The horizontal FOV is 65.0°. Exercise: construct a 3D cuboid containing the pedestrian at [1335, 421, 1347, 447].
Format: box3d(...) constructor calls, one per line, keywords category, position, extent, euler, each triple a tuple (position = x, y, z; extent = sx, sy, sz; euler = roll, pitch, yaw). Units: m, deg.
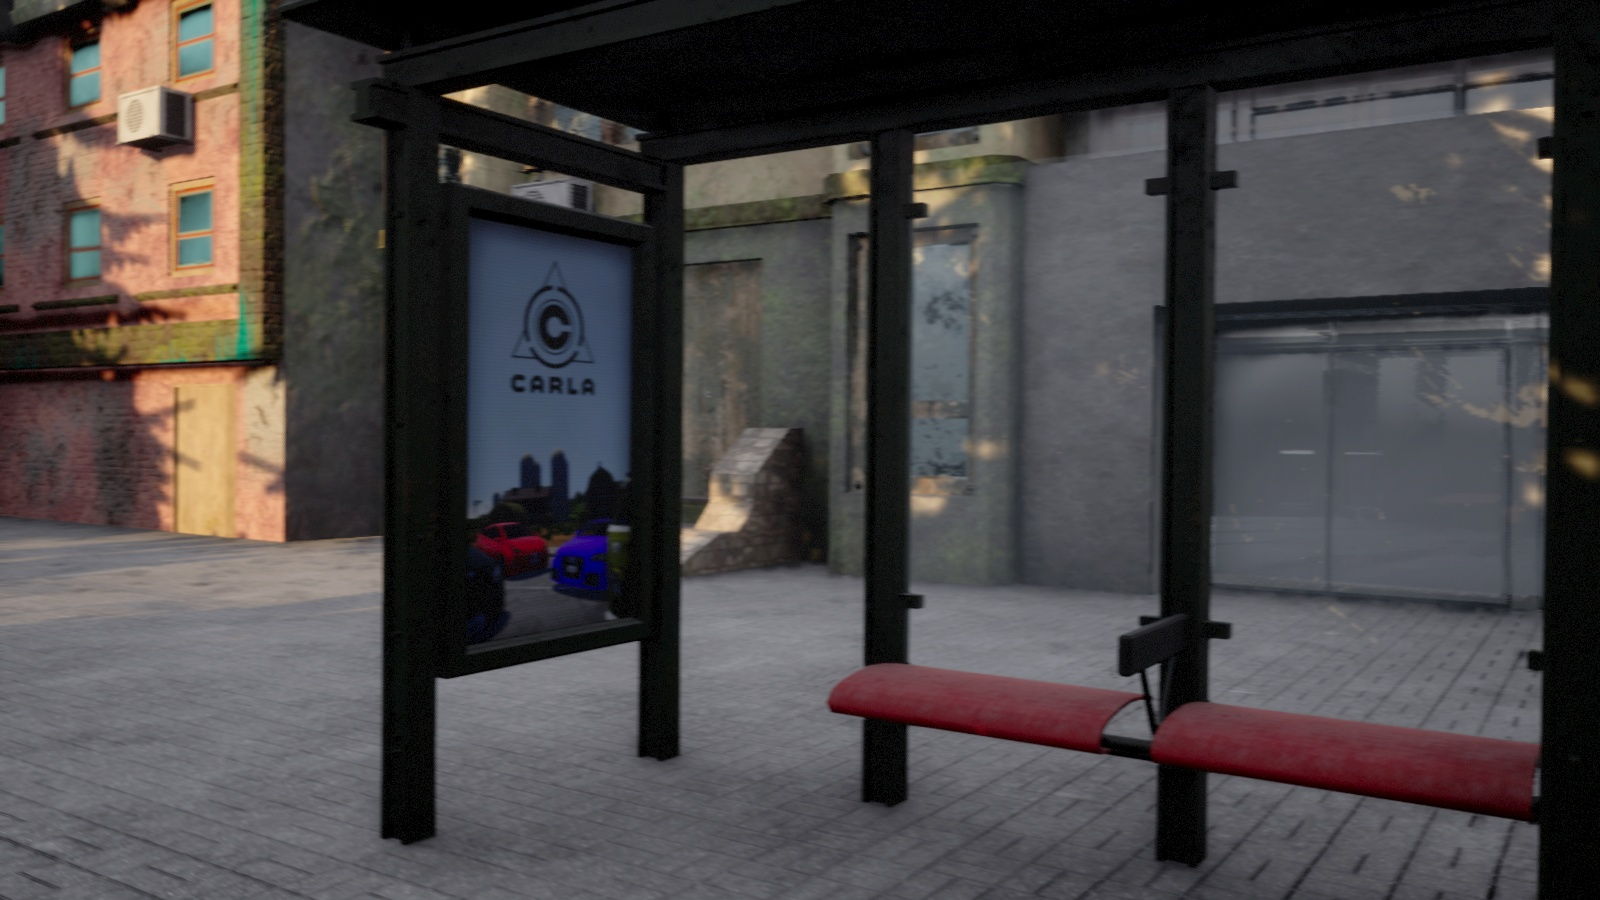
box3d(category="pedestrian", position=(38.468, -1.165, 89.240), extent=(0.726, 1.835, 0.370), euler=(0, 1, 32))
